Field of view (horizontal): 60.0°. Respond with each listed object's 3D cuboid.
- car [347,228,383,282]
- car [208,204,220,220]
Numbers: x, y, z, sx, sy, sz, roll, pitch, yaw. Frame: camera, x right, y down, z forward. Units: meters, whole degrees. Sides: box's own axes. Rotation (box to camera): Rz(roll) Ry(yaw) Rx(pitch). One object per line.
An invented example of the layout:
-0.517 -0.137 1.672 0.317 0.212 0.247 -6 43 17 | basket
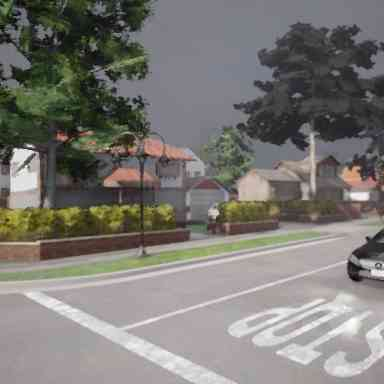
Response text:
6.087 1.637 9.278 4.674 1.442 1.812 0 -2 -41 | car
3.195 1.737 29.001 1.970 1.475 3.806 0 -2 -40 | car
